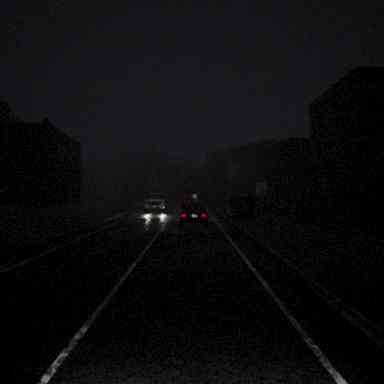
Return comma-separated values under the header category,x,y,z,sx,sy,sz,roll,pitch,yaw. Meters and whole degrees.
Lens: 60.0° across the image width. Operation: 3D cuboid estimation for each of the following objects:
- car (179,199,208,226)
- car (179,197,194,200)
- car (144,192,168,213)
category,x,y,z,sx,sy,sz,roll,pitch,yaw
car,0.095,1.450,22.158,2.033,1.411,5.357,0,0,0
car,-0.589,1.312,41.841,2.128,1.511,4.902,0,0,-7
car,-3.769,1.067,35.071,2.150,2.045,5.566,0,0,-2
